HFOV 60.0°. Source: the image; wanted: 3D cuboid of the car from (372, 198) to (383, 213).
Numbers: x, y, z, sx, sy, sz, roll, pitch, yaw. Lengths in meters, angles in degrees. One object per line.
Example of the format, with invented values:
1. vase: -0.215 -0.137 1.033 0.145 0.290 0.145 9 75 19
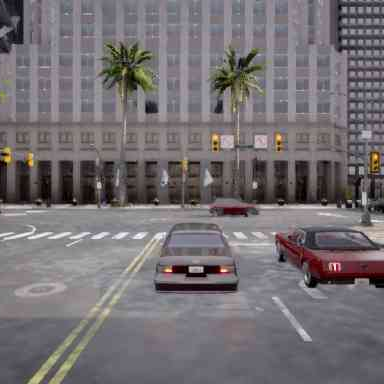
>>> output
1. car: 21.677 1.601 34.282 4.718 1.301 1.895 0 0 0

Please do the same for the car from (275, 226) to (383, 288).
1. car: 3.646 1.601 9.216 1.895 1.301 4.718 0 0 2

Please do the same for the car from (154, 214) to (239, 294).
1. car: 0.099 1.547 8.950 2.033 1.411 5.357 0 0 0

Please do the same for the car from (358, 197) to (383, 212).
1. car: 21.412 1.352 37.784 4.553 1.767 2.097 0 0 0

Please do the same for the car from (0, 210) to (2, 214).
1. car: -19.997 1.564 30.661 4.181 1.385 1.994 0 0 -1

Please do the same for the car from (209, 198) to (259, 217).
1. car: 3.847 1.352 30.671 4.553 1.767 2.097 0 0 0
